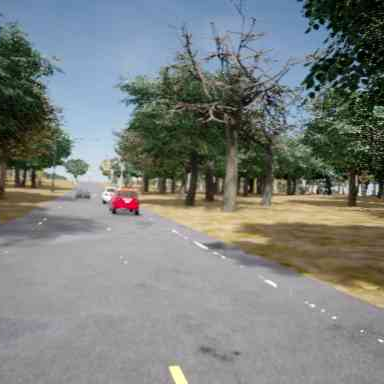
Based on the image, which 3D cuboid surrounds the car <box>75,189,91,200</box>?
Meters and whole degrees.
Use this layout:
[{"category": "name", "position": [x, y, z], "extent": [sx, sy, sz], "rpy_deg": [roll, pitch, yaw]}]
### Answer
[{"category": "car", "position": [-15.718, 0.307, 48.110], "extent": [1.994, 1.385, 4.181], "rpy_deg": [4, 1, -17]}]

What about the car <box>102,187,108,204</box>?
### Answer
[{"category": "car", "position": [-9.943, 0.418, 41.327], "extent": [2.150, 2.045, 5.566], "rpy_deg": [4, 1, -17]}]

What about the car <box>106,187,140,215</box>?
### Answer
[{"category": "car", "position": [-5.830, 0.771, 28.530], "extent": [2.150, 2.045, 5.566], "rpy_deg": [4, 0, -18]}]
